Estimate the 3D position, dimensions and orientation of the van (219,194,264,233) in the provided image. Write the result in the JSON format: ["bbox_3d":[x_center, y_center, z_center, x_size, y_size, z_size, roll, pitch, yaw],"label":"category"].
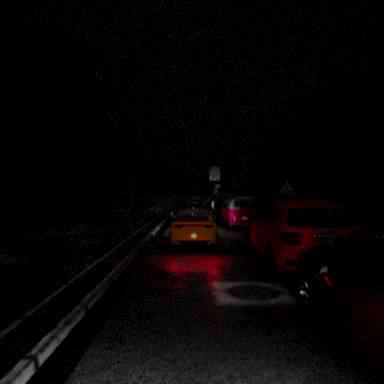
[{"bbox_3d":[3.049,1.240,21.339,1.878,1.987,4.442,0,0,0],"label":"van"}]

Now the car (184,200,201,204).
[{"bbox_3d":[0.068,1.477,28.935,1.837,1.490,4.892,0,1,0],"label":"car"}]

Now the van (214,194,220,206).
[{"bbox_3d":[3.050,1.229,26.886,1.878,1.987,4.442,0,0,0],"label":"van"}]

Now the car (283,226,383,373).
[{"bbox_3d":[3.049,1.511,4.613,2.163,1.488,4.792,0,0,0],"label":"car"}]

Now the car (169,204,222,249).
[{"bbox_3d":[0.073,1.473,14.595,1.882,1.535,5.008,0,-1,0],"label":"car"}]

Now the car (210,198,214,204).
[{"bbox_3d":[3.048,1.190,32.344,2.435,2.045,5.566,0,0,0],"label":"car"}]
